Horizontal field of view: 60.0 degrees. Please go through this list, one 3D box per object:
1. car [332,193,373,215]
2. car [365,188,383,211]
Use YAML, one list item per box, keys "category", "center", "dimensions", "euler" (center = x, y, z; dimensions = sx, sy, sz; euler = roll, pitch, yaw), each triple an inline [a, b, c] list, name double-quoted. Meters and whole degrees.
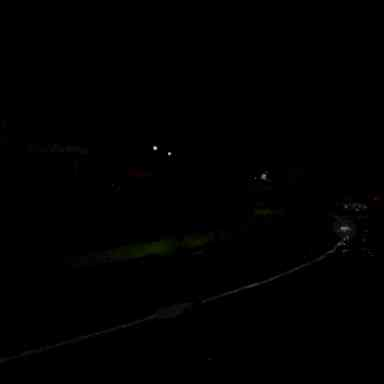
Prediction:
- category: "car"
  center: [13.019, 1.072, 27.536]
  dimensions: [1.812, 1.442, 4.674]
  euler: [-1, 0, 12]
- category: "car"
  center: [17.603, 0.645, 31.592]
  dimensions: [2.150, 2.045, 5.566]
  euler: [-1, 1, 13]
